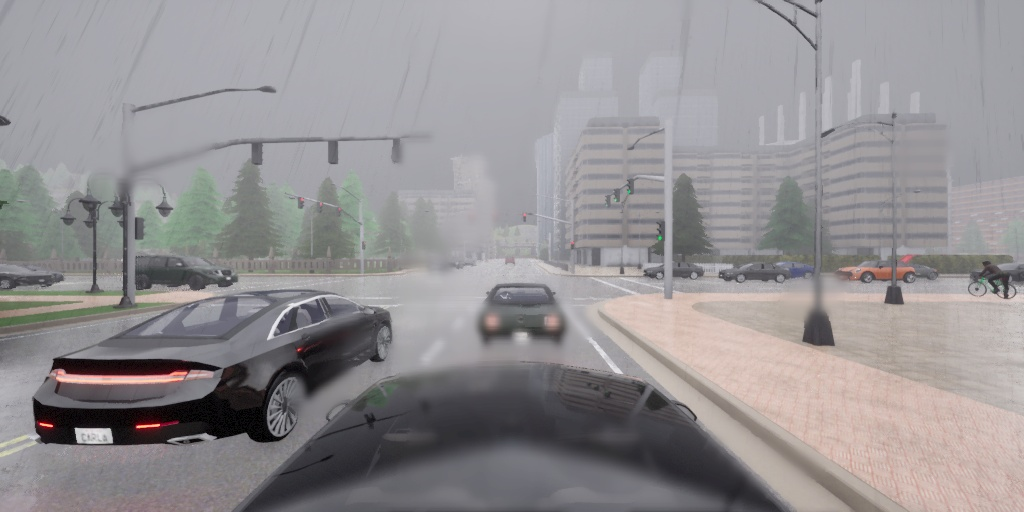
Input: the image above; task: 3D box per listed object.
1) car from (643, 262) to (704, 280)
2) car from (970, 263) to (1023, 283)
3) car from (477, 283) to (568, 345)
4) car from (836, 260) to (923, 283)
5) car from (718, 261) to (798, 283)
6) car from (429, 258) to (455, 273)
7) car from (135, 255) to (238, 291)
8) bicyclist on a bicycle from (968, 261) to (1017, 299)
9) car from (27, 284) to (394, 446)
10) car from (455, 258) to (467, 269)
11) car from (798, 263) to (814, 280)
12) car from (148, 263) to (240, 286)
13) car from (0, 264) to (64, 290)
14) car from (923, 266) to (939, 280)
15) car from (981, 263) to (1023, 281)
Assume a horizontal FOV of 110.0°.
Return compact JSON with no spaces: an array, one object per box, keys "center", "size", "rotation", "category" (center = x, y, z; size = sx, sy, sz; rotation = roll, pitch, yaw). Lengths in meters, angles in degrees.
[{"center":[13.952,1.255,31.079],"size":[4.892,1.490,1.837],"rotation":[0,0,2],"category":"car"},{"center":[37.522,1.228,26.792],"size":[5.008,1.535,1.882],"rotation":[0,0,2],"category":"car"},{"center":[0.260,1.351,9.480],"size":[1.895,1.301,4.718],"rotation":[0,0,1],"category":"car"},{"center":[27.407,1.102,27.135],"size":[4.553,1.767,2.097],"rotation":[0,0,2],"category":"car"},{"center":[18.474,1.255,27.430],"size":[4.892,1.490,1.837],"rotation":[0,0,2],"category":"car"},{"center":[-8.879,1.241,44.312],"size":[2.128,1.511,4.902],"rotation":[0,0,2],"category":"car"},{"center":[-19.653,0.969,21.467],"size":[5.566,2.045,2.150],"rotation":[0,0,2],"category":"car"},{"center":[21.176,1.051,15.851],"size":[0.582,1.620,1.656],"rotation":[0,0,2],"category":"bicyclist on a bicycle"},{"center":[-3.331,1.242,5.327],"size":[2.128,1.511,4.902],"rotation":[0,0,1],"category":"car"},{"center":[-8.546,1.102,54.039],"size":[2.097,1.767,4.553],"rotation":[0,0,2],"category":"car"},{"center":[23.300,1.228,30.773],"size":[5.008,1.535,1.882],"rotation":[0,0,2],"category":"car"},{"center":[-22.086,1.255,25.057],"size":[4.892,1.490,1.837],"rotation":[0,0,2],"category":"car"},{"center":[-31.062,1.227,21.865],"size":[5.008,1.535,1.882],"rotation":[0,0,2],"category":"car"},{"center":[33.255,1.314,30.445],"size":[4.181,1.385,1.994],"rotation":[0,0,1],"category":"car"},{"center":[43.467,1.297,30.081],"size":[5.357,1.411,2.033],"rotation":[0,0,2],"category":"car"}]
